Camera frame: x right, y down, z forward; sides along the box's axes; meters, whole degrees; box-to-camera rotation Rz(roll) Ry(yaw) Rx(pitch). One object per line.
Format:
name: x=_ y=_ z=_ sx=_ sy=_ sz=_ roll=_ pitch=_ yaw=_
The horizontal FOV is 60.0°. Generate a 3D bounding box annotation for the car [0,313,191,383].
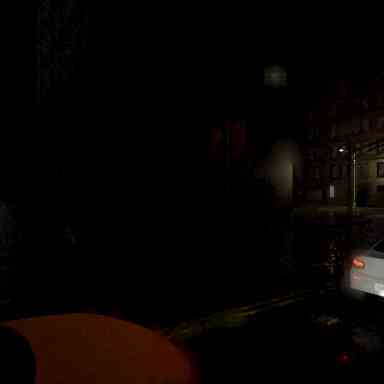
car: x=-2.264 y=1.477 z=1.828 sx=5.008 sy=1.535 sz=1.882 roll=0 pitch=0 yaw=-35

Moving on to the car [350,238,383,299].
car: x=5.238 y=1.529 z=7.173 sx=4.674 sy=1.442 sz=1.812 roll=0 pitch=0 yaw=-35
